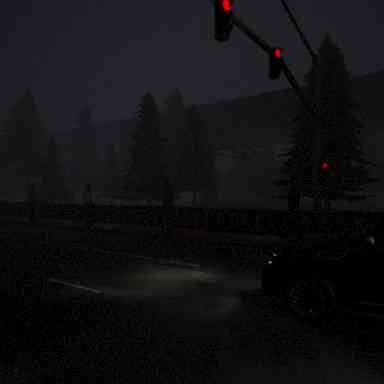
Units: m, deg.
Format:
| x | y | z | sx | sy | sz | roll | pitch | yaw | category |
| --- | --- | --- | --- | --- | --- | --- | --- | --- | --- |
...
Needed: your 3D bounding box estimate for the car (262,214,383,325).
| x | y | z | sx | sy | sz | roll | pitch | yaw | category |
| --- | --- | --- | --- | --- | --- | --- | --- | --- | --- |
| 3.991 | 1.221 | 5.443 | 5.566 | 2.045 | 2.150 | 0 | 0 | 36 | car |
